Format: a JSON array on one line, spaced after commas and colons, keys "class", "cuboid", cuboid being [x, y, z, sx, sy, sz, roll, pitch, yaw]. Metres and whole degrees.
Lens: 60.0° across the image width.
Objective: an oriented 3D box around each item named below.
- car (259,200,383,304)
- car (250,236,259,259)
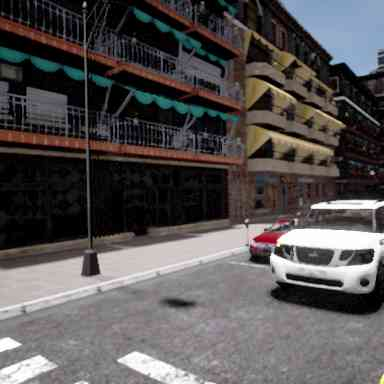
[{"class": "car", "cuboid": [4.112, 1.266, 8.784, 2.150, 2.045, 5.566, -1, -1, 39]}, {"class": "car", "cuboid": [3.718, 1.675, 12.379, 1.802, 1.307, 4.206, -2, -1, 39]}]
